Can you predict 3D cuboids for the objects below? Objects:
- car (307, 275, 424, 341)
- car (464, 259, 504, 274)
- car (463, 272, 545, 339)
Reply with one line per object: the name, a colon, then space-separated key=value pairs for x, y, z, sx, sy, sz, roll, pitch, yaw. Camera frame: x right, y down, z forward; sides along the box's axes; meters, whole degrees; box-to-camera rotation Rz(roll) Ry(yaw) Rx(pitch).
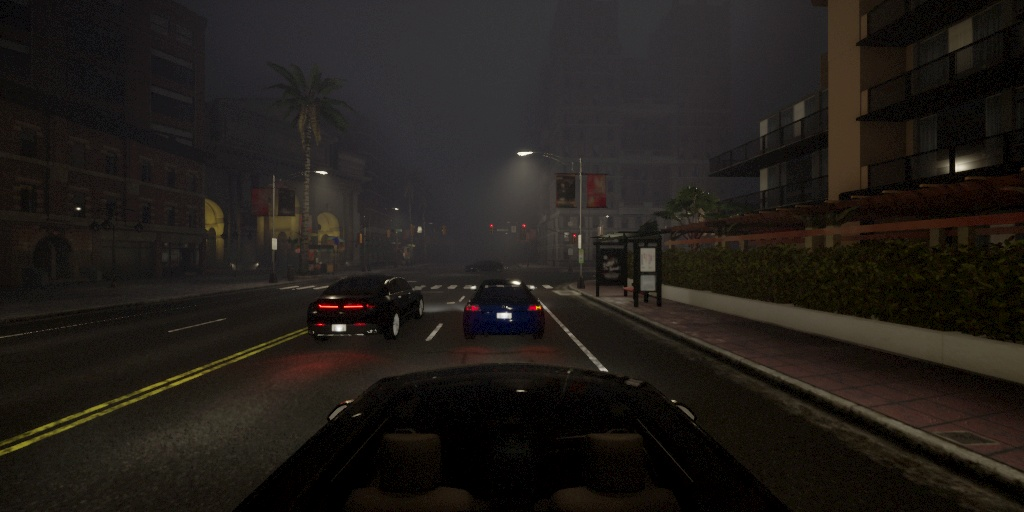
car: x=-3.734 y=1.255 z=9.926 sx=1.837 sy=1.490 sz=4.892 roll=0 pitch=0 yaw=-3
car: x=-3.214 y=1.230 z=41.110 sx=1.882 sy=1.535 sz=5.008 roll=-1 pitch=-1 yaw=44
car: x=-0.245 y=1.314 z=10.085 sx=1.994 sy=1.385 sz=4.181 roll=0 pitch=0 yaw=-2
